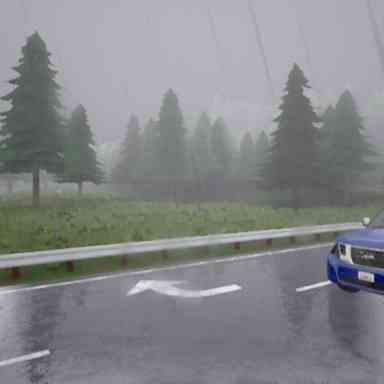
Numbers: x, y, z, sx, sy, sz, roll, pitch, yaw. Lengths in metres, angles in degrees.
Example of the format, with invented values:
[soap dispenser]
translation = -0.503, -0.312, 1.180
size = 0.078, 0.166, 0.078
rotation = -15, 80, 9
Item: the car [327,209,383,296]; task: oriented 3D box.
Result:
[car]
translation = 5.512, 1.184, 7.569
size = 5.566, 2.045, 2.150
rotation = 0, 0, -33
